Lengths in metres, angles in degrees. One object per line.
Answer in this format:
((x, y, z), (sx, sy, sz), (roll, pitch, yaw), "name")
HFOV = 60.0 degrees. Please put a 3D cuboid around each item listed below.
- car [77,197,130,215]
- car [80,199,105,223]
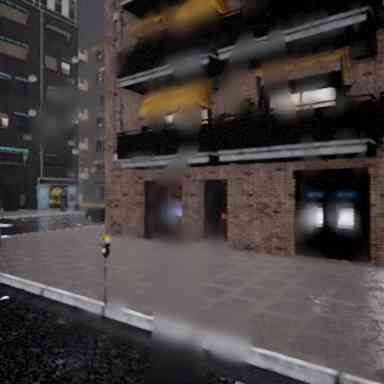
((-8.217, 1.247, 31.383), (1.752, 1.417, 4.829), (1, 1, 36), "car")
((-5.049, 1.329, 22.328), (2.008, 1.369, 4.403), (1, 1, 36), "car")
